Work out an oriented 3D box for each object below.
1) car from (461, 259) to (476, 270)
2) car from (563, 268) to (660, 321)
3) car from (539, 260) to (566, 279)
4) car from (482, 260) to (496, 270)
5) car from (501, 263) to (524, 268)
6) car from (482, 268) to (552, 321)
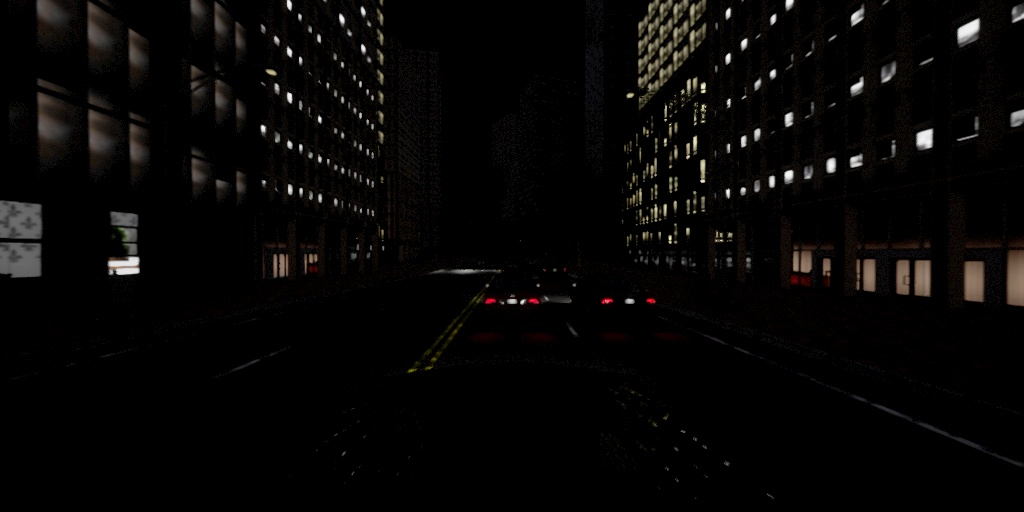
[{"bbox_3d":[-6.566,1.242,54.264,2.128,1.511,4.902,0,0,0],"label":"car"},{"bbox_3d":[3.275,1.305,12.451,2.033,1.411,5.357,0,0,0],"label":"car"},{"bbox_3d":[3.303,1.113,29.486,2.097,1.767,4.553,0,0,1],"label":"car"},{"bbox_3d":[-3.326,1.298,52.985,2.033,1.411,5.357,0,0,0],"label":"car"},{"bbox_3d":[0.057,1.287,30.311,1.812,1.442,4.674,0,0,0],"label":"car"},{"bbox_3d":[0.025,1.305,12.430,2.033,1.411,5.357,0,0,0],"label":"car"}]
